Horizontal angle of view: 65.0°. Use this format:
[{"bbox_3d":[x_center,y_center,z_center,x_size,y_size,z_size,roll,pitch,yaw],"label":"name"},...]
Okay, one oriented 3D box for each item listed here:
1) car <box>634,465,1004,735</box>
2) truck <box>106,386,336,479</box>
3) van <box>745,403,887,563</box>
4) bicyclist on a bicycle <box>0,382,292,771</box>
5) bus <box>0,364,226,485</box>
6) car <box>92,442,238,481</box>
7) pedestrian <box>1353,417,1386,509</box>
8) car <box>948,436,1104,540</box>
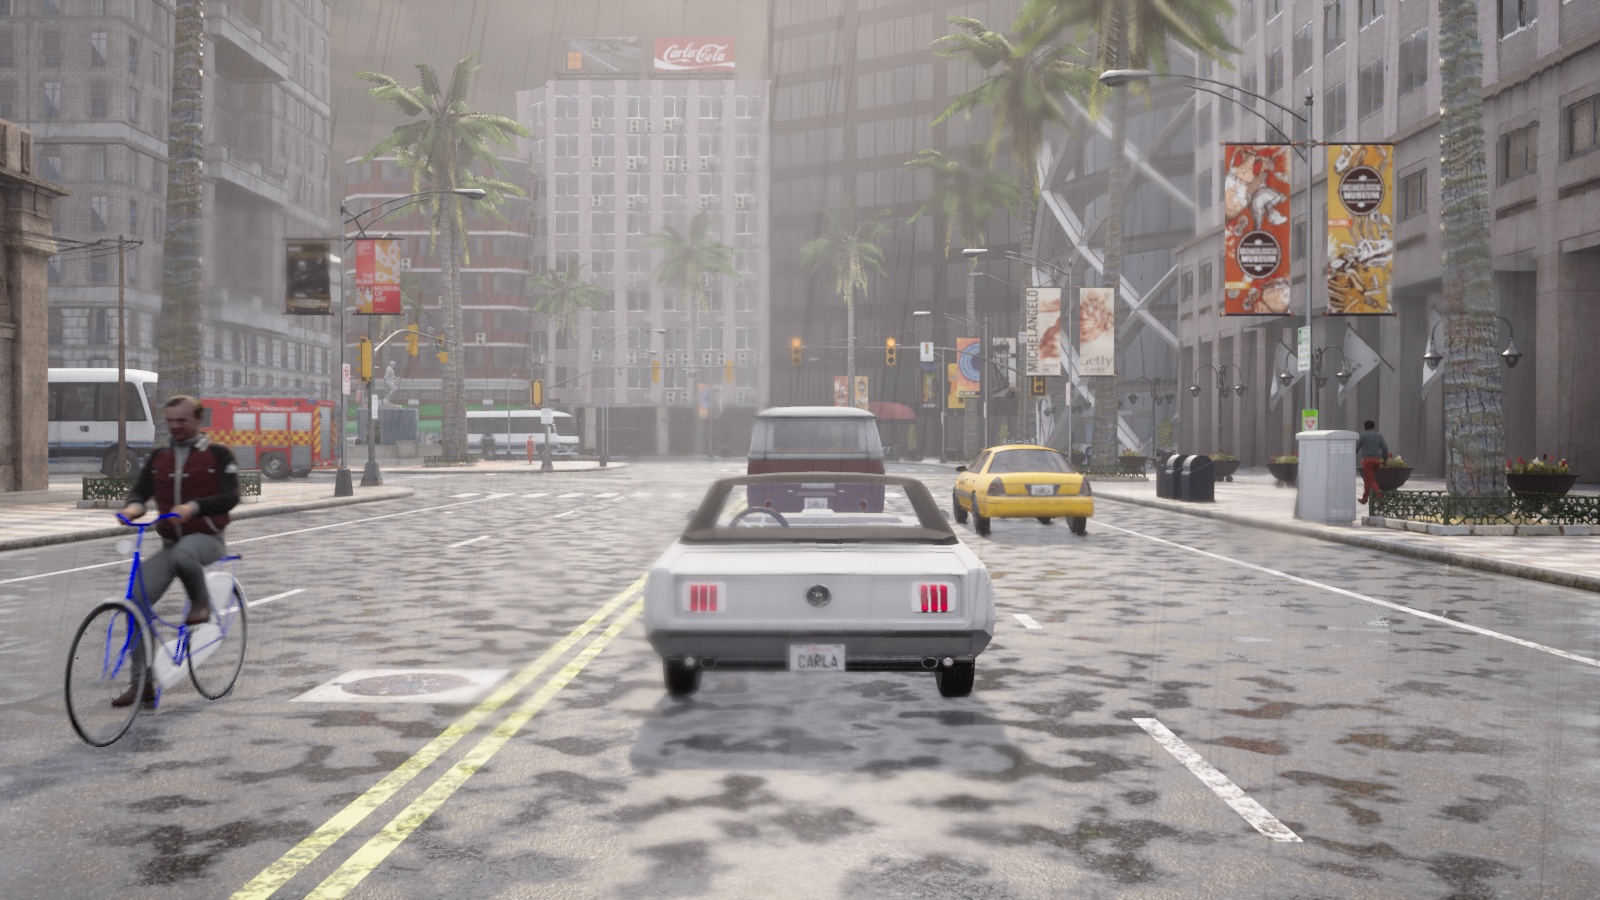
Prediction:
[{"bbox_3d":[0.125,0.797,8.803,1.895,1.301,4.718,0,0,1],"label":"car"},{"bbox_3d":[-24.536,-0.742,53.466,8.468,3.827,2.891,0,0,0],"label":"truck"},{"bbox_3d":[0.224,0.398,17.841,1.775,1.987,4.442,0,0,1],"label":"van"},{"bbox_3d":[-3.404,0.576,6.656,0.659,1.776,1.843,0,0,1],"label":"bicyclist on a bicycle"},{"bbox_3d":[-27.298,-0.916,46.485,10.273,4.253,3.944,0,0,0],"label":"bus"},{"bbox_3d":[-25.251,0.447,49.998,4.892,1.490,1.837,0,0,1],"label":"car"},{"bbox_3d":[11.562,0.267,25.495,0.353,1.847,0.614,0,0,-4],"label":"pedestrian"},{"bbox_3d":[3.768,0.564,21.843,1.801,1.575,5.366,0,0,1],"label":"car"}]
